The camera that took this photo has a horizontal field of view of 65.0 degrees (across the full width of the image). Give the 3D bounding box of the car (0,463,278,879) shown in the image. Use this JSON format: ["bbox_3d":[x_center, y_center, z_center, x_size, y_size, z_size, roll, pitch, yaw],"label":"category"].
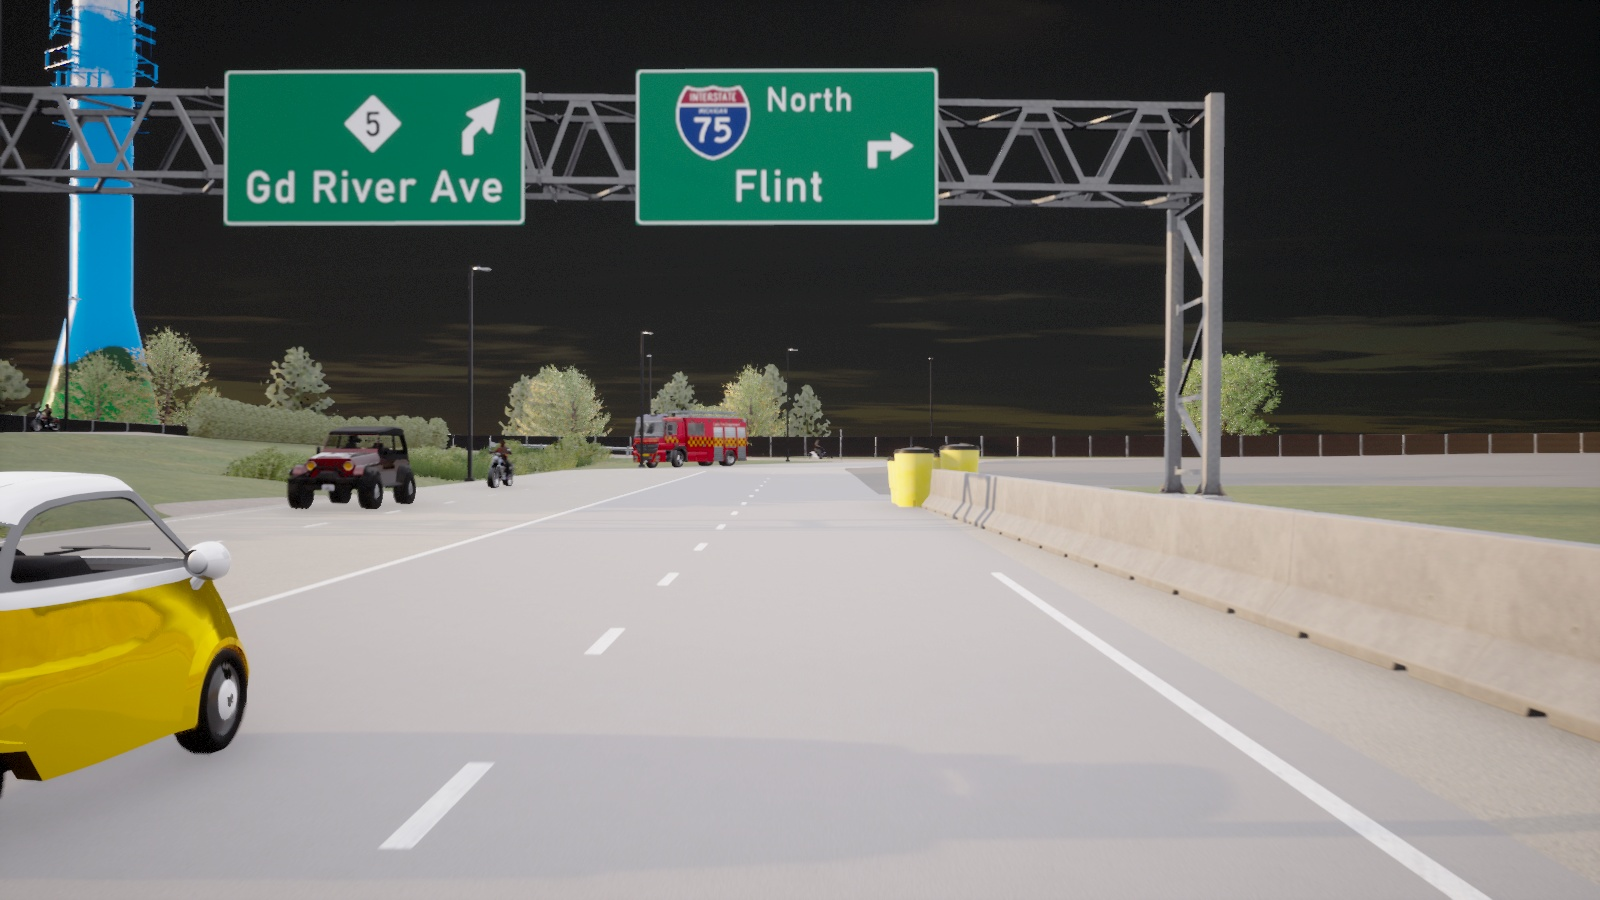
[{"bbox_3d":[-3.454,0.769,5.402,1.481,1.376,2.207,0,1,0],"label":"car"}]

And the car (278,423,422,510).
[{"bbox_3d":[-10.314,0.352,29.076,1.905,1.878,3.866,0,0,1],"label":"car"}]

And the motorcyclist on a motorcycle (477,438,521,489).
[{"bbox_3d":[-9.952,0.436,41.602,0.766,1.649,2.350,0,0,3],"label":"motorcyclist on a motorcycle"}]

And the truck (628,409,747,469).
[{"bbox_3d":[-7.510,-0.727,84.865,2.891,3.827,8.468,0,0,39],"label":"truck"}]

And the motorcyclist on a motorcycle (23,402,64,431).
[{"bbox_3d":[-42.887,-1.882,71.200,0.766,1.649,2.350,0,1,3],"label":"motorcyclist on a motorcycle"}]
